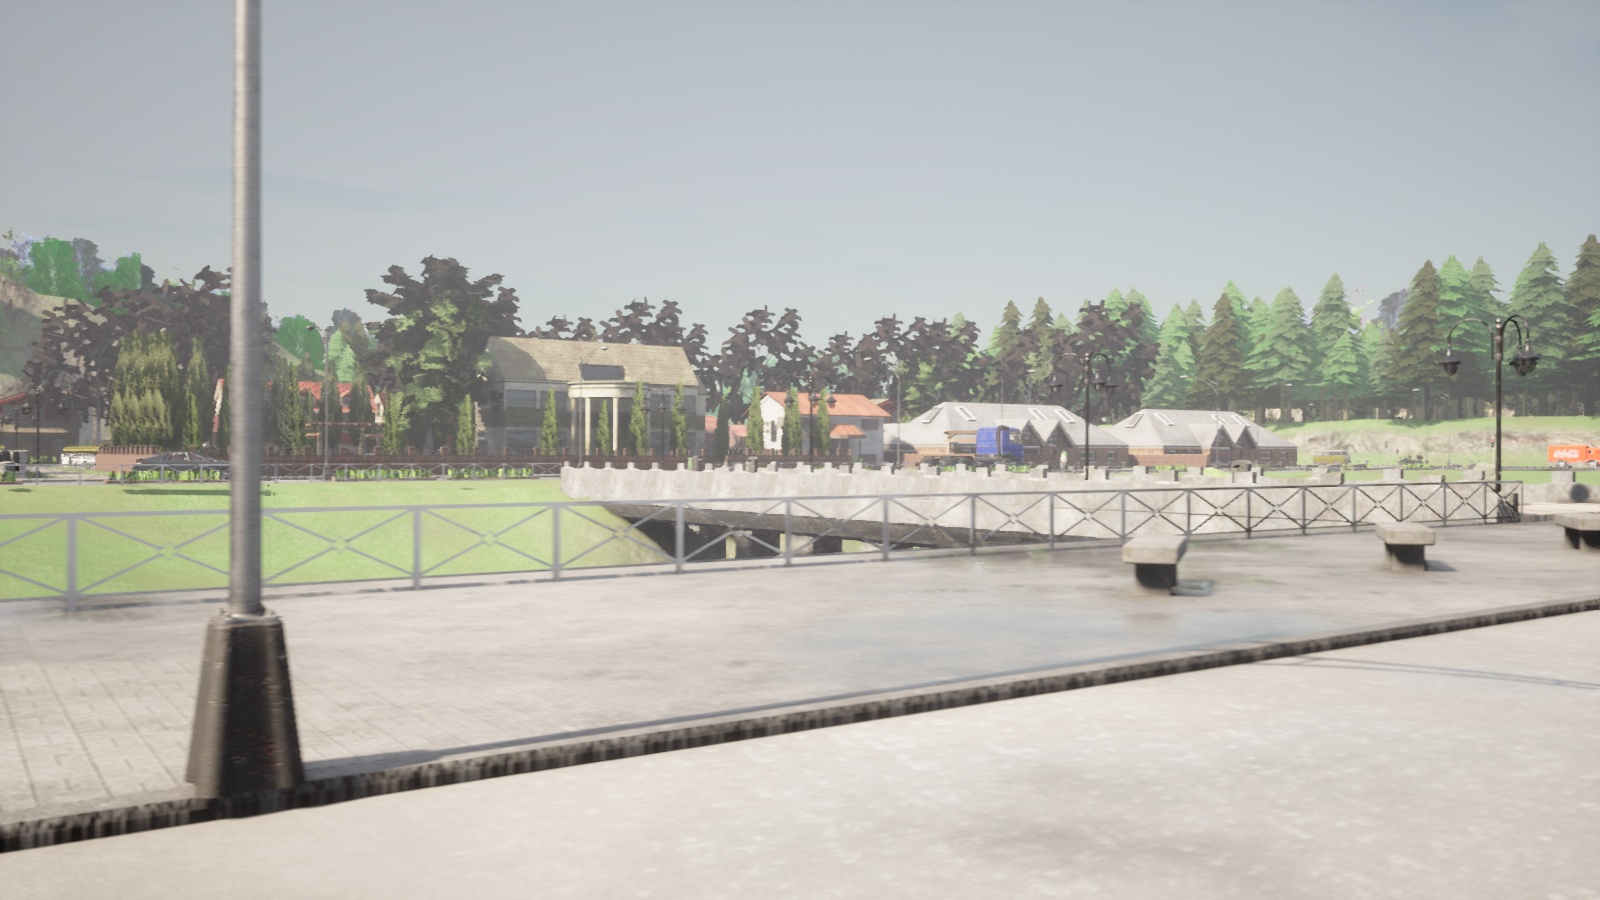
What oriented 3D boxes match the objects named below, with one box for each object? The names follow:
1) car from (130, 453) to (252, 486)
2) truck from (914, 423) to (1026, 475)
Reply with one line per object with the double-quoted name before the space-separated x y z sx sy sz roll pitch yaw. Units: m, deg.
"car" -28.780 0.907 59.397 4.902 1.511 2.128 0 0 -35
"truck" 11.917 -0.047 87.714 7.936 3.462 2.891 0 0 -35
